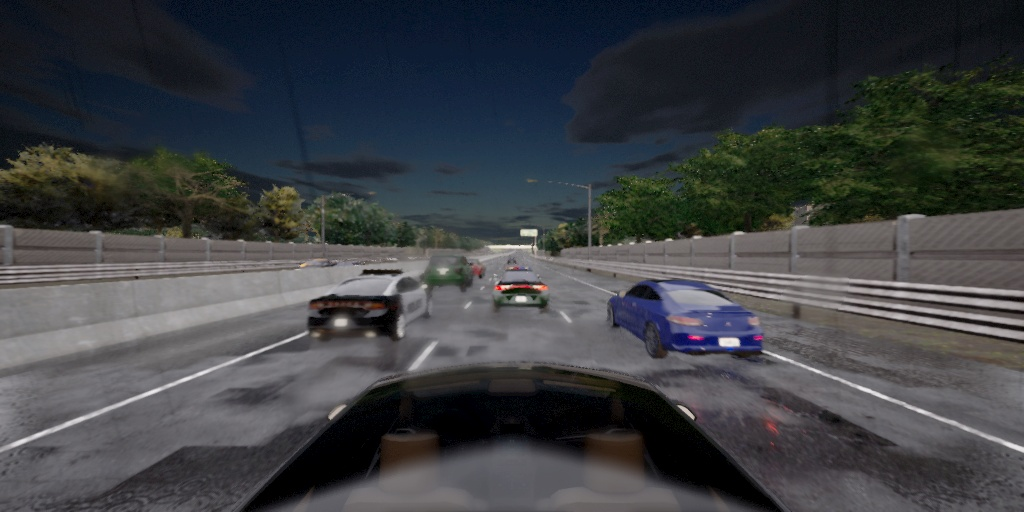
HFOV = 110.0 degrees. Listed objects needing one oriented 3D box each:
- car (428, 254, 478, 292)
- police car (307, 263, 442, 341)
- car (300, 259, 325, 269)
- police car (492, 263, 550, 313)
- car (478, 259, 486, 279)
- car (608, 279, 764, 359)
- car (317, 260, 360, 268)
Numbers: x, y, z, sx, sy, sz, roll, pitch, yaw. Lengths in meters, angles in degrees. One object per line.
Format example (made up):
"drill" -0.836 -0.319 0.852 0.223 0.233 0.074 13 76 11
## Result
"car" -3.506 0.920 20.854 2.150 2.045 5.566 0 0 0
"police car" -3.503 1.155 9.934 1.930 1.638 5.238 0 0 0
"car" -17.597 1.150 33.122 2.128 1.511 4.902 0 0 0
"police car" 0.246 1.221 14.037 2.038 1.542 4.974 0 0 -2
"car" -3.509 1.015 31.794 2.097 1.767 4.553 0 0 0
"car" 3.597 1.260 8.237 1.812 1.442 4.674 0 0 0
"car" -14.103 1.213 30.784 2.033 1.411 5.357 0 0 0
